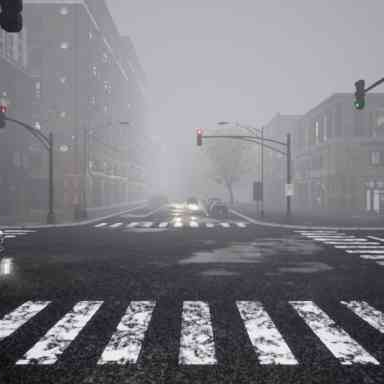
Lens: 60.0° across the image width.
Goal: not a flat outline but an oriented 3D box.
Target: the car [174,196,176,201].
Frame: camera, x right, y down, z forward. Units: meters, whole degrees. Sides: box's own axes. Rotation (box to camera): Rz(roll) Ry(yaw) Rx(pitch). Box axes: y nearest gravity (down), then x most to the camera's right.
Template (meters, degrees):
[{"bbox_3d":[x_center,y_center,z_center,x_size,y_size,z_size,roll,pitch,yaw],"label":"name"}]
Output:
[{"bbox_3d":[-5.597,1.687,90.434,1.752,1.417,4.829,0,0,0],"label":"car"}]

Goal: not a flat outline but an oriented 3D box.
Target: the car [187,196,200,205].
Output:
[{"bbox_3d":[0.065,1.556,60.401,1.882,1.535,5.008,0,0,0],"label":"car"}]

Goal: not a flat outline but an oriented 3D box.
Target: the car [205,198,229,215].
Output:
[{"bbox_3d":[2.725,1.580,33.625,2.008,1.369,4.403,0,0,0],"label":"car"}]

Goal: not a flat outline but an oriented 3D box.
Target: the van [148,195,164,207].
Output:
[{"bbox_3d":[-5.638,1.399,50.726,1.690,1.788,3.998,0,0,0],"label":"van"}]

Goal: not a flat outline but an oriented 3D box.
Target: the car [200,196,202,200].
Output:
[{"bbox_3d":[2.755,1.634,62.109,2.008,1.369,4.403,0,0,0],"label":"car"}]

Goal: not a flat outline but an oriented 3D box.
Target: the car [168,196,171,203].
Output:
[{"bbox_3d":[-5.626,1.398,62.120,2.192,1.841,5.009,0,0,0],"label":"car"}]

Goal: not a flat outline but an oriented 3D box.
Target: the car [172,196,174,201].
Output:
[{"bbox_3d":[-5.614,1.663,73.513,2.008,1.369,4.403,0,0,0],"label":"car"}]

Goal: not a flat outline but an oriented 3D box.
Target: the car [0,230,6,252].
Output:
[{"bbox_3d":[-8.870,1.340,11.500,4.553,1.767,2.097,0,0,14],"label":"car"}]

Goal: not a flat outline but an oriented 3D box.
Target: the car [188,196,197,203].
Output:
[{"bbox_3d":[0.075,1.541,70.818,1.812,1.442,4.674,0,0,0],"label":"car"}]

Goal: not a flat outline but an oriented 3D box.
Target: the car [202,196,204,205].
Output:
[{"bbox_3d":[2.737,1.488,45.019,1.967,1.590,4.097,0,0,0],"label":"car"}]

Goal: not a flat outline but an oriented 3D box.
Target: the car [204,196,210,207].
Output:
[{"bbox_3d":[2.731,1.479,39.323,1.967,1.590,4.097,0,0,0],"label":"car"}]

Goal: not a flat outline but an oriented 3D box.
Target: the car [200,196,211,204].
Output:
[{"bbox_3d":[2.760,1.537,67.806,1.967,1.590,4.097,0,0,0],"label":"car"}]

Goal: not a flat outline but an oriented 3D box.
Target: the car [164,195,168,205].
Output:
[{"bbox_3d":[-5.632,1.652,56.423,1.802,1.307,4.206,0,0,0],"label":"car"}]
